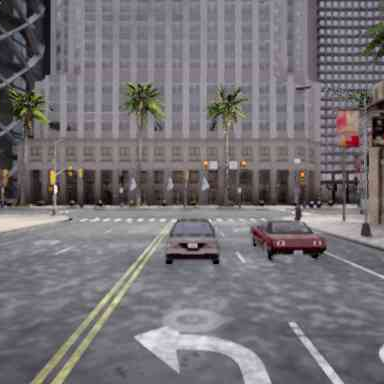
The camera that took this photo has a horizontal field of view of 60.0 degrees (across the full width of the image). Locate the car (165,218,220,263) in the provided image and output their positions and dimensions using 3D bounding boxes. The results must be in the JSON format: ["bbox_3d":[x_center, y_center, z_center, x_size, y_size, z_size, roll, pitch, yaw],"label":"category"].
[{"bbox_3d":[0.028,1.679,12.483,2.033,1.411,5.357,0,-1,0],"label":"car"}]

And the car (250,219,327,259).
[{"bbox_3d":[3.536,1.740,13.221,1.895,1.301,4.718,0,-1,0],"label":"car"}]
